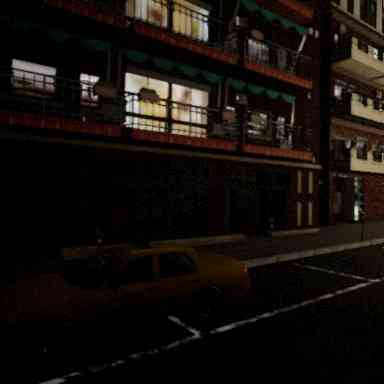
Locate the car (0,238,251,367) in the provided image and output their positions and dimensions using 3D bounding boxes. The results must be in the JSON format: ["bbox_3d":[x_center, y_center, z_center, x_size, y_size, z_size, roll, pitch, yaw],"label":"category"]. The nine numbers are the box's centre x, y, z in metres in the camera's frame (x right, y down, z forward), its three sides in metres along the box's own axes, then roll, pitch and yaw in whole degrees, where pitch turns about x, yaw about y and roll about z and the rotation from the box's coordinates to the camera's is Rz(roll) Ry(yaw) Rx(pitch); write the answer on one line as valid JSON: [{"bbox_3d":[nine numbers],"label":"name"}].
[{"bbox_3d":[-1.104,1.528,5.758,4.829,1.417,1.752,0,1,-36],"label":"car"}]
